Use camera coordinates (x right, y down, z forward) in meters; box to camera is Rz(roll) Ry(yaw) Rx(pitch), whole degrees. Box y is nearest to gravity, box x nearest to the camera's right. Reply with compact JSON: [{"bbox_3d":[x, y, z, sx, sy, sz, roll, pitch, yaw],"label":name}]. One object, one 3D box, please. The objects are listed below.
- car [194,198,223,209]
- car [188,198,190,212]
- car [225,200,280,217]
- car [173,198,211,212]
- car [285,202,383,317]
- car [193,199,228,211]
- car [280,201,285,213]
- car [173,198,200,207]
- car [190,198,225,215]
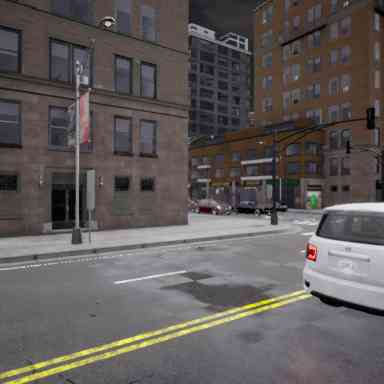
[{"bbox_3d":[2.270,1.590,45.943,1.802,1.307,4.206,0,0,-35],"label":"car"},{"bbox_3d":[-1.097,1.419,36.809,1.967,1.590,4.097,0,0,-35],"label":"car"},{"bbox_3d":[5.677,1.591,31.627,1.895,1.301,4.718,0,0,-35],"label":"car"},{"bbox_3d":[-0.062,1.479,39.739,2.128,1.511,4.902,0,0,-35],"label":"car"},{"bbox_3d":[4.603,1.222,6.732,5.566,2.045,2.150,0,0,-36],"label":"car"},{"bbox_3d":[2.261,1.600,41.513,1.895,1.301,4.718,0,0,-35],"label":"car"},{"bbox_3d":[8.637,1.577,36.945,1.947,1.339,4.313,0,0,-35],"label":"car"},{"bbox_3d":[-0.913,1.575,50.441,1.947,1.339,4.313,0,0,-35],"label":"car"},{"bbox_3d":[2.086,1.420,32.311,1.967,1.590,4.097,0,0,-35],"label":"car"}]
